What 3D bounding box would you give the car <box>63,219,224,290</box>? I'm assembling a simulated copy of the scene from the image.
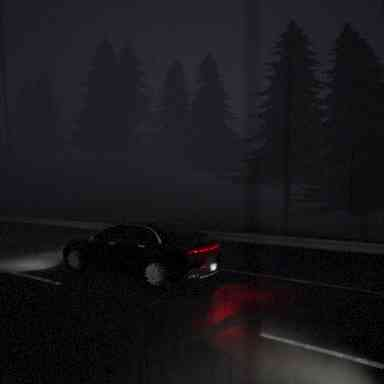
[{"bbox_3d":[-1.506,1.500,9.102,4.892,1.490,1.837,0,0,34],"label":"car"}]
